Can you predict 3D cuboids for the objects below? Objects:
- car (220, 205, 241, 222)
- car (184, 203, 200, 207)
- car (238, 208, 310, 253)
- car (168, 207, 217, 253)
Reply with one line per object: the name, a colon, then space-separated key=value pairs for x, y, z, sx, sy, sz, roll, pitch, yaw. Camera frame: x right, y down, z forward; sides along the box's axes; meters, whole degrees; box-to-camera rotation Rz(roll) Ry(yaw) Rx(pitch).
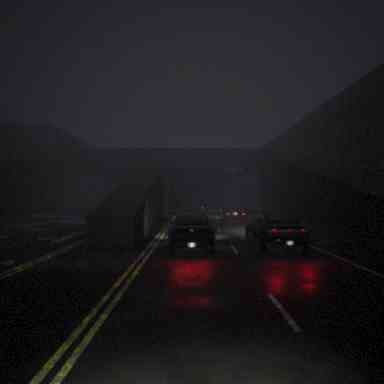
car: x=3.497 y=1.815 z=28.982 sx=2.033 sy=1.411 sz=5.357 roll=0 pitch=0 yaw=0
car: x=0.003 y=1.750 z=29.469 sx=1.882 sy=1.535 sz=5.008 roll=0 pitch=0 yaw=0
car: x=3.503 y=1.625 z=14.286 sx=2.128 sy=1.511 sz=4.902 roll=0 pitch=0 yaw=0
car: x=0.003 y=1.640 z=14.300 sx=1.837 sy=1.490 sz=4.892 roll=0 pitch=0 yaw=0
